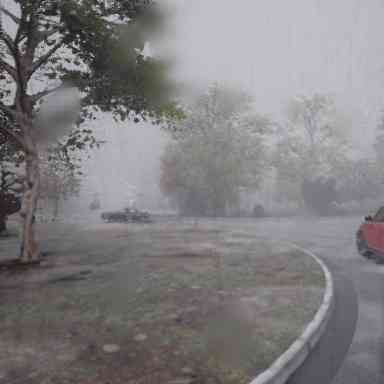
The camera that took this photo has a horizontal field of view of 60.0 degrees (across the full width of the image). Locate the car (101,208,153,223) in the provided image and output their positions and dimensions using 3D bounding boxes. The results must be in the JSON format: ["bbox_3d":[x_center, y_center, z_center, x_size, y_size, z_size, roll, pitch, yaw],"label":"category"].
[{"bbox_3d":[-6.486,2.216,31.943,4.718,1.301,1.895,-1,-1,29],"label":"car"}]

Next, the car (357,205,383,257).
[{"bbox_3d":[6.943,1.340,10.386,2.150,2.045,5.566,0,-1,12],"label":"car"}]
